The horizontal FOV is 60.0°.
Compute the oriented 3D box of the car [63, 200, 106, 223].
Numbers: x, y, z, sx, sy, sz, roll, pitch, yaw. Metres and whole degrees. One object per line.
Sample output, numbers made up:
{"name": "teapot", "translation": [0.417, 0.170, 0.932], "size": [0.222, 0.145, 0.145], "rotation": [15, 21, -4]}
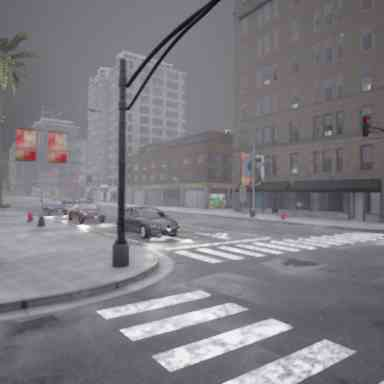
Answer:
{"name": "car", "translation": [-8.386, 1.599, 26.275], "size": [1.812, 1.442, 4.674], "rotation": [1, -1, -36]}

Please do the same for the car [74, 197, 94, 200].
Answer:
{"name": "car", "translation": [-18.012, 1.647, 56.581], "size": [1.837, 1.490, 4.892], "rotation": [1, 0, -36]}

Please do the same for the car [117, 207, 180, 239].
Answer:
{"name": "car", "translation": [-2.502, 1.594, 18.108], "size": [1.837, 1.490, 4.892], "rotation": [1, 0, -35]}

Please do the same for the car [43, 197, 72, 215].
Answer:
{"name": "car", "translation": [-14.323, 1.583, 34.512], "size": [1.812, 1.442, 4.674], "rotation": [1, 0, -36]}

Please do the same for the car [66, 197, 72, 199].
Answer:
{"name": "car", "translation": [-23.262, 1.644, 58.311], "size": [2.033, 1.411, 5.357], "rotation": [1, 0, -36]}

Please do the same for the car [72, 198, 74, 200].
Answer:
{"name": "car", "translation": [-24.096, 1.688, 64.998], "size": [1.994, 1.385, 4.181], "rotation": [1, 0, -36]}
